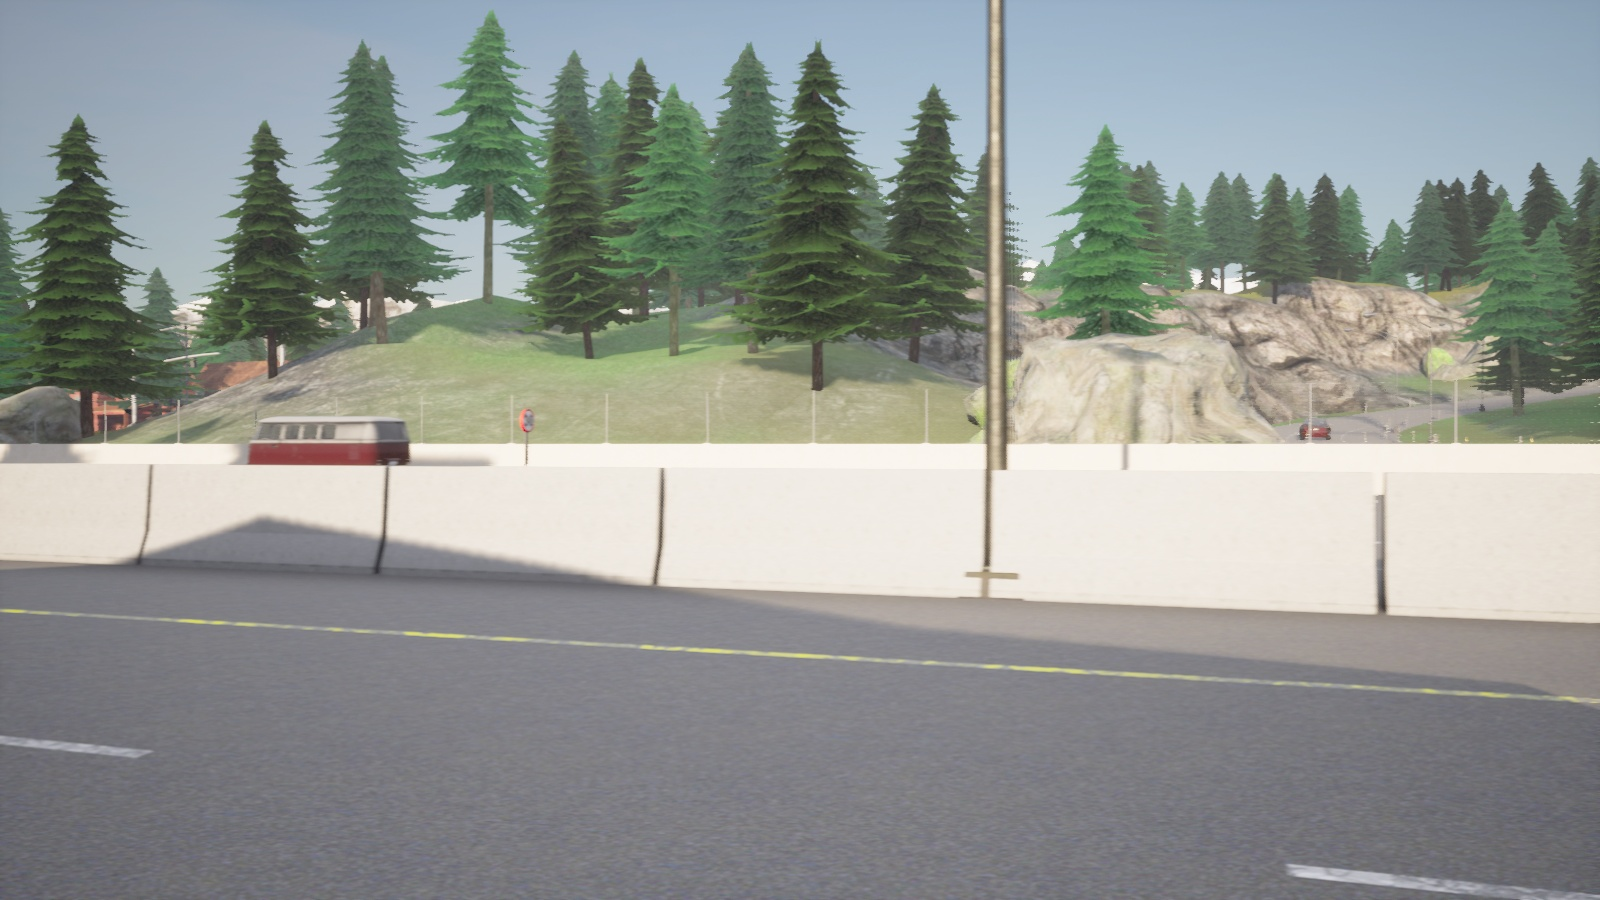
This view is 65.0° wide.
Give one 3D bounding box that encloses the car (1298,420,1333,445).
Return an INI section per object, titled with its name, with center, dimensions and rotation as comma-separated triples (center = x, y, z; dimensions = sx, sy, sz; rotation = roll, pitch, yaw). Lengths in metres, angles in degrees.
[car]
center = 35.668, -1.217, 87.036
dimensions = 2.163, 1.488, 4.792
rotation = 0, 4, 21

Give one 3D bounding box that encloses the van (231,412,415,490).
[van]
center = -12.641, -0.002, 33.290
dimensions = 4.442, 1.987, 1.775
rotation = 1, 1, 19
